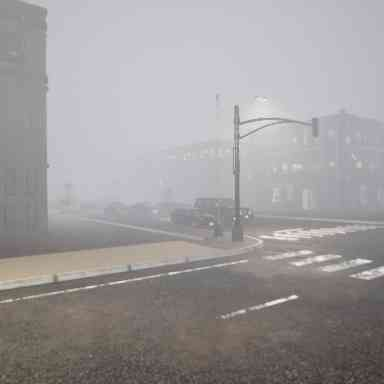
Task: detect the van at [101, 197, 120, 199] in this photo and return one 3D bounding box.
[{"bbox_3d":[-13.885,1.899,58.381,1.690,1.788,3.998,-1,0,-35],"label":"van"}]

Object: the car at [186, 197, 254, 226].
[{"bbox_3d":[2.238,1.437,25.676,2.150,2.045,5.566,-1,0,-35],"label":"car"}]

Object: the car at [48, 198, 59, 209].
[{"bbox_3d":[-23.819,2.227,57.904,1.752,1.417,4.829,-1,0,-35],"label":"car"}]

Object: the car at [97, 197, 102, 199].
[{"bbox_3d":[-17.090,1.932,62.894,2.192,1.841,5.009,-1,0,-35],"label":"car"}]

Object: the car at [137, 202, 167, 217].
[{"bbox_3d":[-5.148,1.853,36.088,2.128,1.511,4.902,-1,0,-36],"label":"car"}]

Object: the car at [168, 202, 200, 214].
[{"bbox_3d":[-1.065,1.896,40.327,1.802,1.307,4.206,-2,0,-35],"label":"car"}]

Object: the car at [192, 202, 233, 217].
[{"bbox_3d":[2.138,1.802,35.812,2.008,1.369,4.403,-2,0,-35],"label":"car"}]

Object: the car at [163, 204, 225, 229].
[{"bbox_3d":[0.034,1.810,24.088,1.947,1.339,4.313,-2,0,-35],"label":"car"}]

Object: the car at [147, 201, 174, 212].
[{"bbox_3d":[-4.268,1.958,44.840,1.802,1.307,4.206,-2,0,-35],"label":"car"}]

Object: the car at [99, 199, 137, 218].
[{"bbox_3d":[-7.901,1.841,35.474,1.967,1.590,4.097,-2,0,-35],"label":"car"}]

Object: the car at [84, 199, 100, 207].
[{"bbox_3d":[-20.288,2.219,67.408,1.887,1.381,4.507,-1,0,-35],"label":"car"}]

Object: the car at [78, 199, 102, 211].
[{"bbox_3d":[-15.602,2.163,50.945,1.895,1.301,4.718,-1,0,-35],"label":"car"}]

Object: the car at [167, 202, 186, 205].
[{"bbox_3d":[-2.574,1.855,38.011,1.812,1.442,4.674,-1,0,-35],"label":"car"}]
